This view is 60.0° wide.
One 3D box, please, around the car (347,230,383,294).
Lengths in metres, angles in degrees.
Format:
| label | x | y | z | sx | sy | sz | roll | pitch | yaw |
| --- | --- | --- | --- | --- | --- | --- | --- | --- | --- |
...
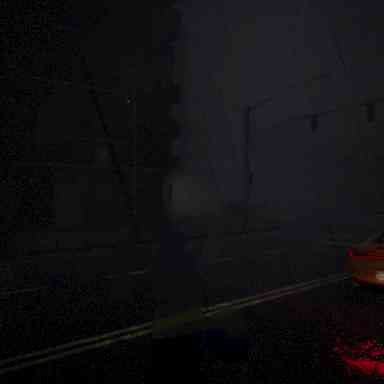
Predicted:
| label | x | y | z | sx | sy | sz | roll | pitch | yaw |
| --- | --- | --- | --- | --- | --- | --- | --- | --- | --- |
| car | 5.682 | 1.477 | 7.824 | 5.008 | 1.535 | 1.882 | 0 | 0 | -35 |

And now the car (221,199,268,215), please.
| label | x | y | z | sx | sy | sz | roll | pitch | yaw |
| --- | --- | --- | --- | --- | --- | --- | --- | --- | --- |
| car | 4.978 | 1.492 | 33.780 | 2.128 | 1.511 | 4.902 | 0 | 0 | -35 |

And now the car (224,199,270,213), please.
| label | x | y | z | sx | sy | sz | roll | pitch | yaw |
| --- | --- | --- | --- | --- | --- | --- | --- | --- | --- |
| car | 6.176 | 1.548 | 38.166 | 2.033 | 1.411 | 5.357 | 0 | 0 | -35 |
